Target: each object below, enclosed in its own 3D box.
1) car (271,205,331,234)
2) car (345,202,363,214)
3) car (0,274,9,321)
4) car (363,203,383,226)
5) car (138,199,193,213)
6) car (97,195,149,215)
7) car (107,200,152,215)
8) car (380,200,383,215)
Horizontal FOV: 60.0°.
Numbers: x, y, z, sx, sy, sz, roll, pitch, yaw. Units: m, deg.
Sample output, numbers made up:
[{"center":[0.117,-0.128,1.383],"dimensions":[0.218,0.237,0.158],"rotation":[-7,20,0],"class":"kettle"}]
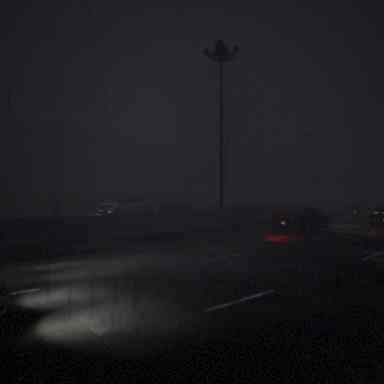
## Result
[{"center":[6.595,1.533,19.801],"dimensions":[1.882,1.535,5.008],"rotation":[0,0,42],"class":"car"},{"center":[17.611,1.694,35.790],"dimensions":[1.895,1.301,4.718],"rotation":[0,0,27],"class":"car"},{"center":[-5.166,1.547,4.547],"dimensions":[4.674,1.442,1.812],"rotation":[0,0,-36],"class":"car"},{"center":[13.760,1.550,23.184],"dimensions":[2.128,1.511,4.902],"rotation":[0,0,37],"class":"car"},{"center":[-2.152,1.649,31.267],"dimensions":[2.033,1.411,5.357],"rotation":[0,0,39],"class":"car"},{"center":[-6.312,1.329,31.741],"dimensions":[2.150,2.045,5.566],"rotation":[0,0,41],"class":"car"},{"center":[-6.790,1.631,36.690],"dimensions":[1.837,1.490,4.892],"rotation":[0,-1,37],"class":"car"},{"center":[21.413,1.652,35.769],"dimensions":[1.994,1.385,4.181],"rotation":[0,0,27],"class":"car"}]
